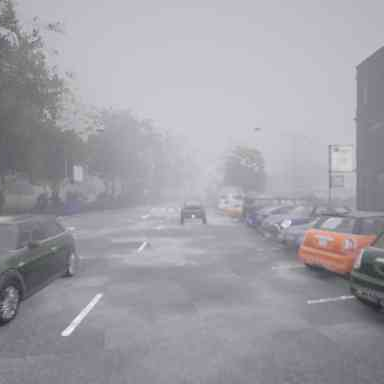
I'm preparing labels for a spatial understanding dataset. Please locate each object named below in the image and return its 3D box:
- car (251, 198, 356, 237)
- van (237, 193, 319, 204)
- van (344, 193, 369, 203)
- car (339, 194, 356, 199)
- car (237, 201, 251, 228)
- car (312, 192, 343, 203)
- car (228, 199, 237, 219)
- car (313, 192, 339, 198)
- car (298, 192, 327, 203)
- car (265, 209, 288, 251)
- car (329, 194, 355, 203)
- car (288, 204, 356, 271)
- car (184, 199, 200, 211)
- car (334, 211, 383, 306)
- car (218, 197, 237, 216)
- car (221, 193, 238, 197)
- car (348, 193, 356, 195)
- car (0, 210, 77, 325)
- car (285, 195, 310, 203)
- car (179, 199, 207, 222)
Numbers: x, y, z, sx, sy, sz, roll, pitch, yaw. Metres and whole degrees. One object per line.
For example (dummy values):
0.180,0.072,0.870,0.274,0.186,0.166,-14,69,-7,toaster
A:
5.401,1.325,15.219,4.553,1.767,2.185,1,0,-20,car
5.478,1.215,21.267,4.442,1.987,1.878,1,0,-20,van
32.961,1.160,66.737,1.878,1.987,4.442,0,-1,-22,van
21.234,1.432,49.382,2.163,1.488,4.792,-1,1,-22,car
5.360,1.444,18.222,5.008,1.535,2.097,1,0,-20,car
26.985,1.130,66.451,2.435,2.045,5.566,1,-1,-22,car
5.370,1.474,24.225,4.674,1.452,2.002,1,0,-20,car
18.319,1.151,49.263,2.435,2.045,5.566,0,1,-21,car
23.925,1.129,66.411,2.435,2.045,5.566,0,-1,-21,car
5.366,1.496,12.211,4.674,1.452,2.002,1,0,-20,car
29.981,1.258,66.582,2.185,1.767,4.553,1,-1,-22,car
5.330,1.336,9.202,4.553,1.767,2.185,1,0,-20,car
-0.042,1.522,41.094,1.895,1.301,4.718,0,0,-1,car
5.325,1.342,6.201,4.553,1.767,2.185,1,0,-20,car
5.185,1.424,27.166,5.366,1.575,1.946,1,0,-20,car
5.368,1.168,33.259,5.566,2.045,2.435,1,0,-20,car
24.200,1.153,49.464,2.435,2.045,5.566,-1,1,-21,car
-4.104,1.333,6.992,2.097,1.767,4.553,0,0,0,car
20.902,1.409,66.327,2.163,1.488,4.792,0,-1,-21,car
0.084,1.450,25.367,1.837,1.490,4.892,0,0,0,car
